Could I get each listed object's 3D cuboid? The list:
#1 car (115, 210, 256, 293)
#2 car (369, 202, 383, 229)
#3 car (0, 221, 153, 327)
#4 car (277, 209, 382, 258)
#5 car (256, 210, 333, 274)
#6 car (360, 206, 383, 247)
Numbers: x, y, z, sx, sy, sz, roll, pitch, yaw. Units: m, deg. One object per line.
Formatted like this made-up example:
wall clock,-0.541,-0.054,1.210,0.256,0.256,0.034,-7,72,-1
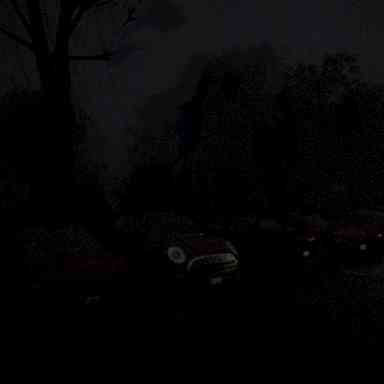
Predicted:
car,-0.772,1.338,9.075,2.185,1.767,4.553,0,0,-36
car,13.137,1.402,18.965,2.231,1.521,4.892,0,0,-36
car,-3.055,1.474,7.414,2.097,1.535,5.008,0,0,-36
car,3.839,1.443,12.336,2.097,1.535,5.008,0,0,-36
car,1.547,1.453,10.687,2.097,1.535,5.008,0,0,-36
car,6.224,1.462,14.069,2.163,1.488,4.792,0,0,-36
